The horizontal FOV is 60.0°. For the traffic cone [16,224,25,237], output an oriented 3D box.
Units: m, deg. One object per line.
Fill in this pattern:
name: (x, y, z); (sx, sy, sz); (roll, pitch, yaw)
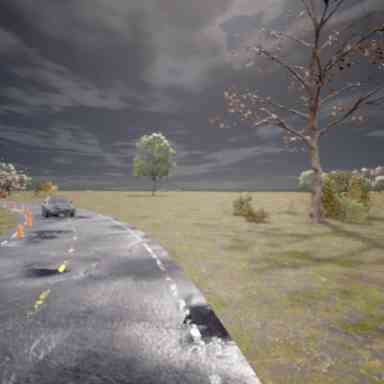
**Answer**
traffic cone: (-8.140, 1.811, 15.753); (0.340, 0.580, 0.340); (-1, 1, -19)

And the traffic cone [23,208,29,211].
traffic cone: (-14.232, 1.654, 28.916); (0.340, 0.580, 0.340); (0, 1, -30)

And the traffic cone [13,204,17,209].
traffic cone: (-19.643, 1.546, 36.939); (0.340, 0.580, 0.340); (0, 1, -38)

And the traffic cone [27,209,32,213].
traffic cone: (-11.922, 1.707, 24.661); (0.340, 0.580, 0.340); (0, 1, -27)

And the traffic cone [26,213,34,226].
traffic cone: (-9.889, 1.759, 20.267); (0.340, 0.580, 0.340); (0, 1, -23)

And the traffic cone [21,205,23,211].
traffic cone: (-16.809, 1.601, 33.014); (0.340, 0.580, 0.340); (0, 1, -34)

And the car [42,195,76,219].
car: (-10.574, 1.081, 26.272); (2.097, 1.767, 4.553); (-1, 1, -28)
